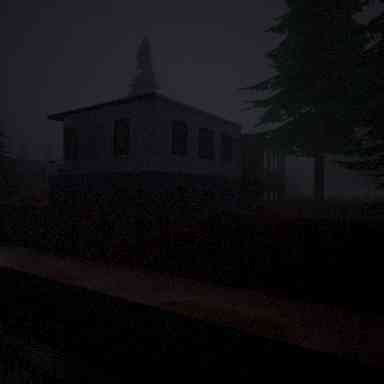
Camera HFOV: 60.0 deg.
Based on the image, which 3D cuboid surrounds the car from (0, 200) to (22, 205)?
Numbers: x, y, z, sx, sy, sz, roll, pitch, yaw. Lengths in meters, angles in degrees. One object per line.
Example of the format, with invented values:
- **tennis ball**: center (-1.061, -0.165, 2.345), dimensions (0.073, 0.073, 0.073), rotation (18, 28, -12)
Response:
- **car**: center (-14.448, 1.506, 22.468), dimensions (1.812, 1.442, 4.674), rotation (0, 0, 31)

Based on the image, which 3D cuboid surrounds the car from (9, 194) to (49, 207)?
- **car**: center (-14.753, 1.202, 29.570), dimensions (2.150, 2.045, 5.566), rotation (0, 0, 27)
